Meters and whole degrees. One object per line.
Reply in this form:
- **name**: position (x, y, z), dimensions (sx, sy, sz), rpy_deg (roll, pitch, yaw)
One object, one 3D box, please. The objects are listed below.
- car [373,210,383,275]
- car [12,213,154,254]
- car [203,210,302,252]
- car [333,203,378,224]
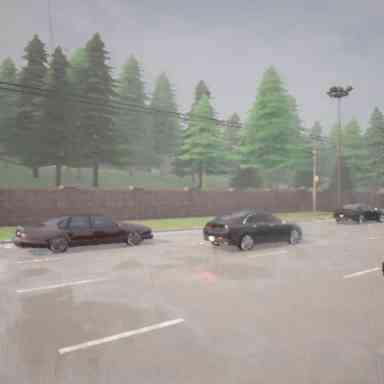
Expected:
- **car**: position (7.029, 1.410, 8.759), dimensions (4.553, 1.767, 2.097), rpy_deg (0, 0, -36)
- **car**: position (-4.267, 1.571, 13.601), dimensions (5.357, 1.411, 2.033), rpy_deg (0, 0, -36)
- **car**: position (2.731, 1.562, 14.293), dimensions (4.892, 1.490, 1.837), rpy_deg (0, 0, -35)
- **car**: position (13.098, 1.618, 26.023), dimensions (5.008, 1.535, 1.882), rpy_deg (0, 0, -35)
